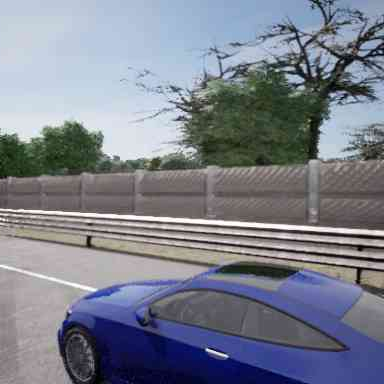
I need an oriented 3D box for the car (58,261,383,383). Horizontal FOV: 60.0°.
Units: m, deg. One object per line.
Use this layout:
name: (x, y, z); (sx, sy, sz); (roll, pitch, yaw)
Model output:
car: (0.489, 1.525, 3.643); (4.674, 1.442, 1.812); (0, 0, 35)
